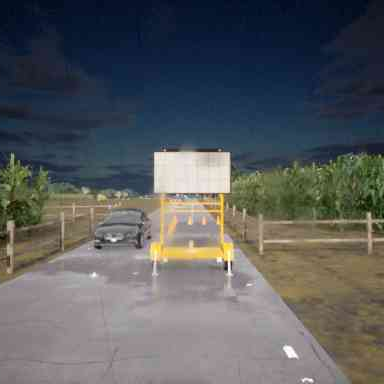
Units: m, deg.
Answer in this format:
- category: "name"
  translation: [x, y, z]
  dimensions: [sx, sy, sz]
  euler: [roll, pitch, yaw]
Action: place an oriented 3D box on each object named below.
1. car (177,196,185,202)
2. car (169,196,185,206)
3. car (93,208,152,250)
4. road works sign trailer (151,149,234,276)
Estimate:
- category: "car"
  translation: [-2.703, 1.789, 83.354]
  dimensions: [1.837, 1.490, 4.892]
  euler: [0, -1, 0]
- category: "car"
  translation: [-2.803, 1.478, 56.444]
  dimensions: [2.097, 1.767, 4.553]
  euler: [0, 0, 0]
- category: "car"
  translation: [-2.842, 1.507, 14.506]
  dimensions: [1.837, 1.490, 4.892]
  euler: [0, 0, 0]
- category: "road works sign trailer"
  translation: [0.007, 0.465, 10.347]
  dimensions: [2.380, 3.560, 2.880]
  euler: [0, 0, 0]
